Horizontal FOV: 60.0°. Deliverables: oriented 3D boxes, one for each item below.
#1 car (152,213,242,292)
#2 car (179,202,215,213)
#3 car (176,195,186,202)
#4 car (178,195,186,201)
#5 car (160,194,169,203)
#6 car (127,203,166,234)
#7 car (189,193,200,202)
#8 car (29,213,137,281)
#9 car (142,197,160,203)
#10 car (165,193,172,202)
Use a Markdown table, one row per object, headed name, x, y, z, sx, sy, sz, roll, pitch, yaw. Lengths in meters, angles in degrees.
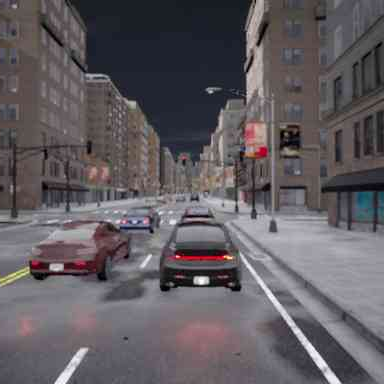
| name | x | y | z | sx | sy | sz | roll | pitch | yaw |
| --- | --- | --- | --- | --- | --- | --- | --- | --- | --- |
| car | 0.206 | 1.527 | 9.022 | 1.837 | 1.490 | 4.892 | 0 | 0 | 0 |
| car | 0.291 | 1.535 | 18.416 | 2.128 | 1.511 | 4.902 | 0 | 0 | -1 |
| car | -2.626 | 1.677 | 76.216 | 1.994 | 1.385 | 4.181 | 0 | 0 | 0 |
| car | -2.550 | 1.454 | 86.219 | 1.882 | 1.535 | 5.008 | 0 | 0 | 0 |
| car | -6.013 | 1.643 | 63.788 | 1.812 | 1.442 | 4.674 | 0 | 0 | 1 |
| car | -2.959 | 1.594 | 19.723 | 2.033 | 1.411 | 5.357 | 0 | 0 | 0 |
| car | 0.621 | 1.349 | 75.804 | 2.150 | 2.045 | 5.566 | 0 | 0 | 0 |
| car | -3.028 | 1.551 | 9.813 | 1.812 | 1.442 | 4.674 | 0 | -1 | 1 |
| car | -6.179 | 1.696 | 48.472 | 1.895 | 1.301 | 4.718 | 0 | 0 | 1 |
| car | -5.854 | 1.346 | 79.033 | 2.150 | 2.045 | 5.566 | 0 | 0 | 0 |
